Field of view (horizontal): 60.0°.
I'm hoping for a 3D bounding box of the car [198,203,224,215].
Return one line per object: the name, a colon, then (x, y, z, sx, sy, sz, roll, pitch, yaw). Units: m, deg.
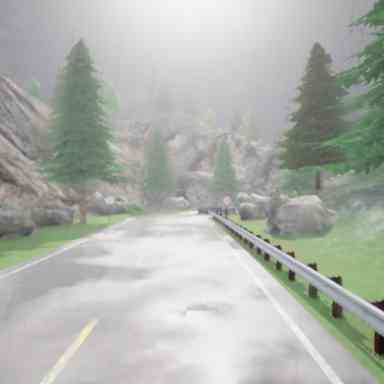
car: (2.466, 2.046, 41.589, 1.994, 1.385, 4.181, -1, -1, 32)
